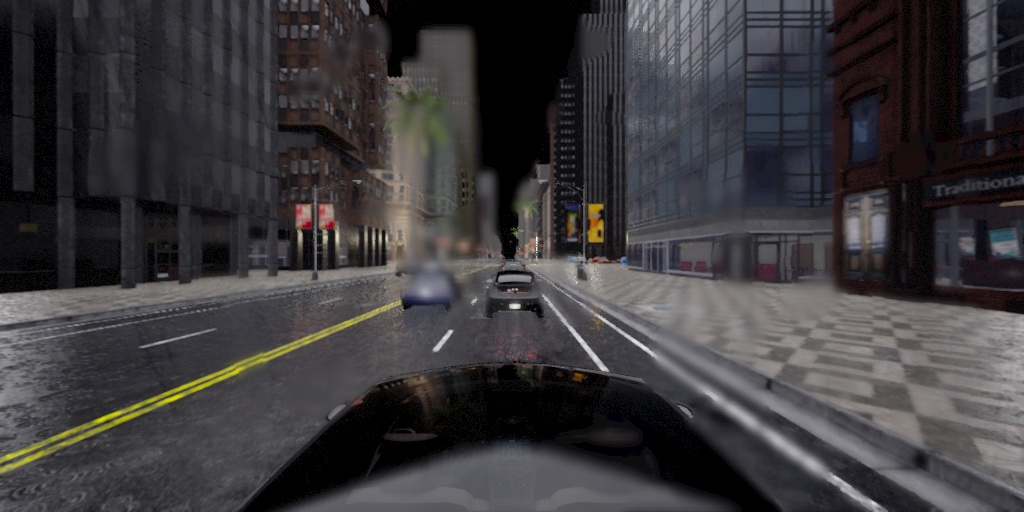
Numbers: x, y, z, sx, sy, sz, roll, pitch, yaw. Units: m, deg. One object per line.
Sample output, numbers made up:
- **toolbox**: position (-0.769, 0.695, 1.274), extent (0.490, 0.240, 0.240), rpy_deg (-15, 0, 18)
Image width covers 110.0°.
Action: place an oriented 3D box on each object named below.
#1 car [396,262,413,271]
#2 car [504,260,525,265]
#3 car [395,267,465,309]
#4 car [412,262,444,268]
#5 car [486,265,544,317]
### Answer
- **car**: position (-9.821, 1.325, 35.351), extent (2.033, 1.411, 5.357), rpy_deg (0, 0, 0)
- **car**: position (0.109, 1.124, 30.580), extent (2.097, 1.767, 4.553), rpy_deg (0, 0, 0)
- **car**: position (-3.146, 1.324, 15.046), extent (1.994, 1.385, 4.181), rpy_deg (0, 0, 0)
- **car**: position (-6.586, 1.298, 29.926), extent (1.812, 1.442, 4.674), rpy_deg (0, 0, 0)
- **car**: position (0.103, 1.263, 13.235), extent (1.837, 1.490, 4.892), rpy_deg (0, 0, 0)
